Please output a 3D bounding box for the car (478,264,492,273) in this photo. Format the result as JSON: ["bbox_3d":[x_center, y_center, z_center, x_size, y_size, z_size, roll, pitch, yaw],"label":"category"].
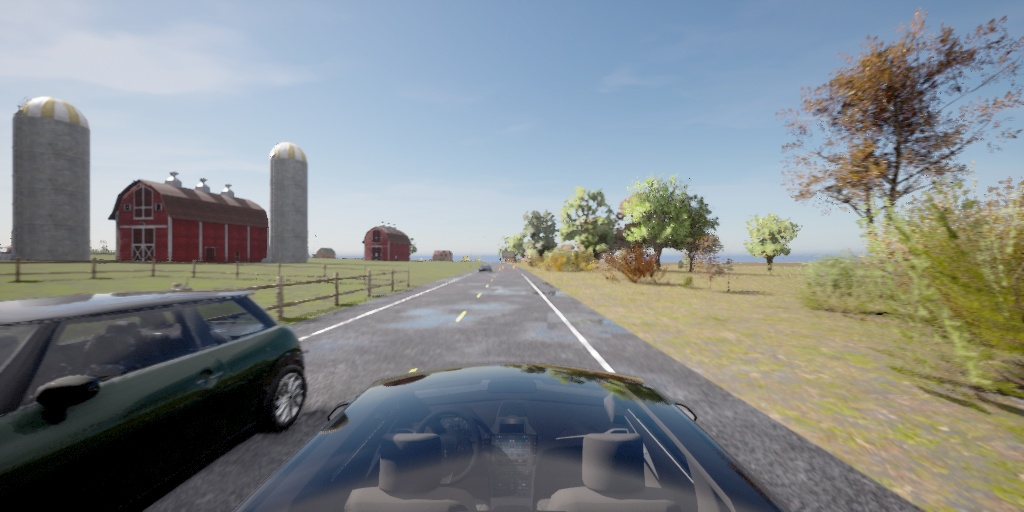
[{"bbox_3d":[-4.041,1.857,54.817,1.994,1.385,4.181,0,-1,0],"label":"car"}]

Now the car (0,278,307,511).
[{"bbox_3d":[-3.603,1.111,2.550,2.097,1.767,4.553,0,-1,0],"label":"car"}]

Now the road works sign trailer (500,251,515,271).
[{"bbox_3d":[-0.645,0.851,63.854,2.380,3.560,2.880,0,0,-1],"label":"road works sign trailer"}]
